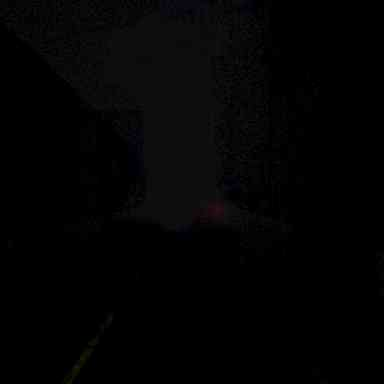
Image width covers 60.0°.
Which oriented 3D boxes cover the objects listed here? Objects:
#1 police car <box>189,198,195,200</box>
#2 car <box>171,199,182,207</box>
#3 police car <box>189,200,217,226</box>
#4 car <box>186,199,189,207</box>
[{"bbox_3d":[0.898,1.839,42.184,1.930,1.638,5.238,0,-1,0],"label":"police car"},{"bbox_3d":[-3.021,2.130,65.028,2.128,1.511,4.902,0,-1,1],"label":"car"},{"bbox_3d":[0.899,1.685,26.184,1.930,1.638,5.238,0,-1,0],"label":"police car"},{"bbox_3d":[-0.002,1.962,62.502,2.097,1.767,4.553,0,-1,0],"label":"car"}]
